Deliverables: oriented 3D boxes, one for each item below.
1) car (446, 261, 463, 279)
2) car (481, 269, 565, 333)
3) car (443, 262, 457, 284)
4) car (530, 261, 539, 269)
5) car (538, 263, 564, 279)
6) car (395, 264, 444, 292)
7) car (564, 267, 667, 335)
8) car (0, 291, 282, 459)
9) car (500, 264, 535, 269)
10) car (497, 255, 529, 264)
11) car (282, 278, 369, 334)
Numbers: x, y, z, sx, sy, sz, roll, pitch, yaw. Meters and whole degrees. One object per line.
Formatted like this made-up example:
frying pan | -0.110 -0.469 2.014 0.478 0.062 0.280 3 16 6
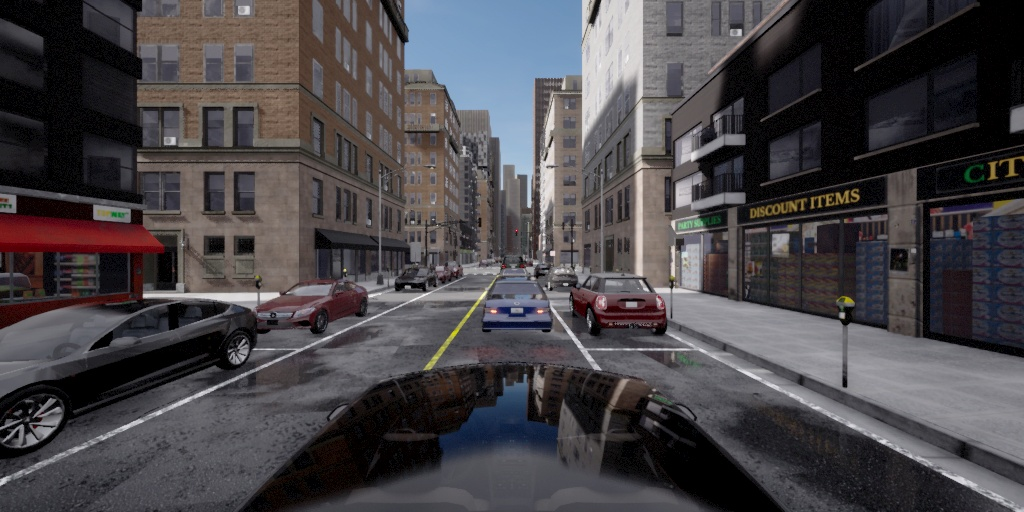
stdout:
car | -5.596 1.193 32.567 1.967 1.591 4.097 0 0 0
car | 0.122 1.297 10.755 2.033 1.411 5.357 0 0 0
car | -5.610 1.334 27.065 1.802 1.307 4.207 0 0 0
car | 2.930 1.319 32.545 1.948 1.339 4.313 0 0 0
car | 2.902 1.301 21.543 2.007 1.370 4.403 0 0 0
car | -5.623 1.316 21.564 1.948 1.339 4.313 0 0 0
car | 2.875 1.190 10.540 1.967 1.591 4.097 0 0 0
car | -5.664 1.315 5.060 1.948 1.339 4.313 0 0 0
car | 0.145 1.352 21.261 1.895 1.301 4.718 0 0 0
car | 0.079 0.974 31.293 2.150 2.045 5.566 0 0 -1
car | -5.650 1.332 10.562 1.802 1.307 4.207 0 0 0
